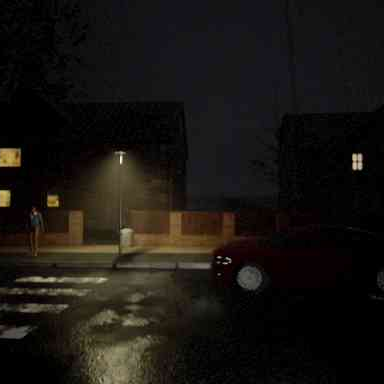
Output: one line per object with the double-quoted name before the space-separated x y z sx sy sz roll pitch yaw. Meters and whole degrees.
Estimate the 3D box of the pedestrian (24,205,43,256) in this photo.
"pedestrian" -5.780 1.383 12.083 0.375 1.860 0.375 0 -1 5

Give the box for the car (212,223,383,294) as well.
"car" 2.997 1.557 8.397 5.008 1.535 1.882 -1 -1 5
